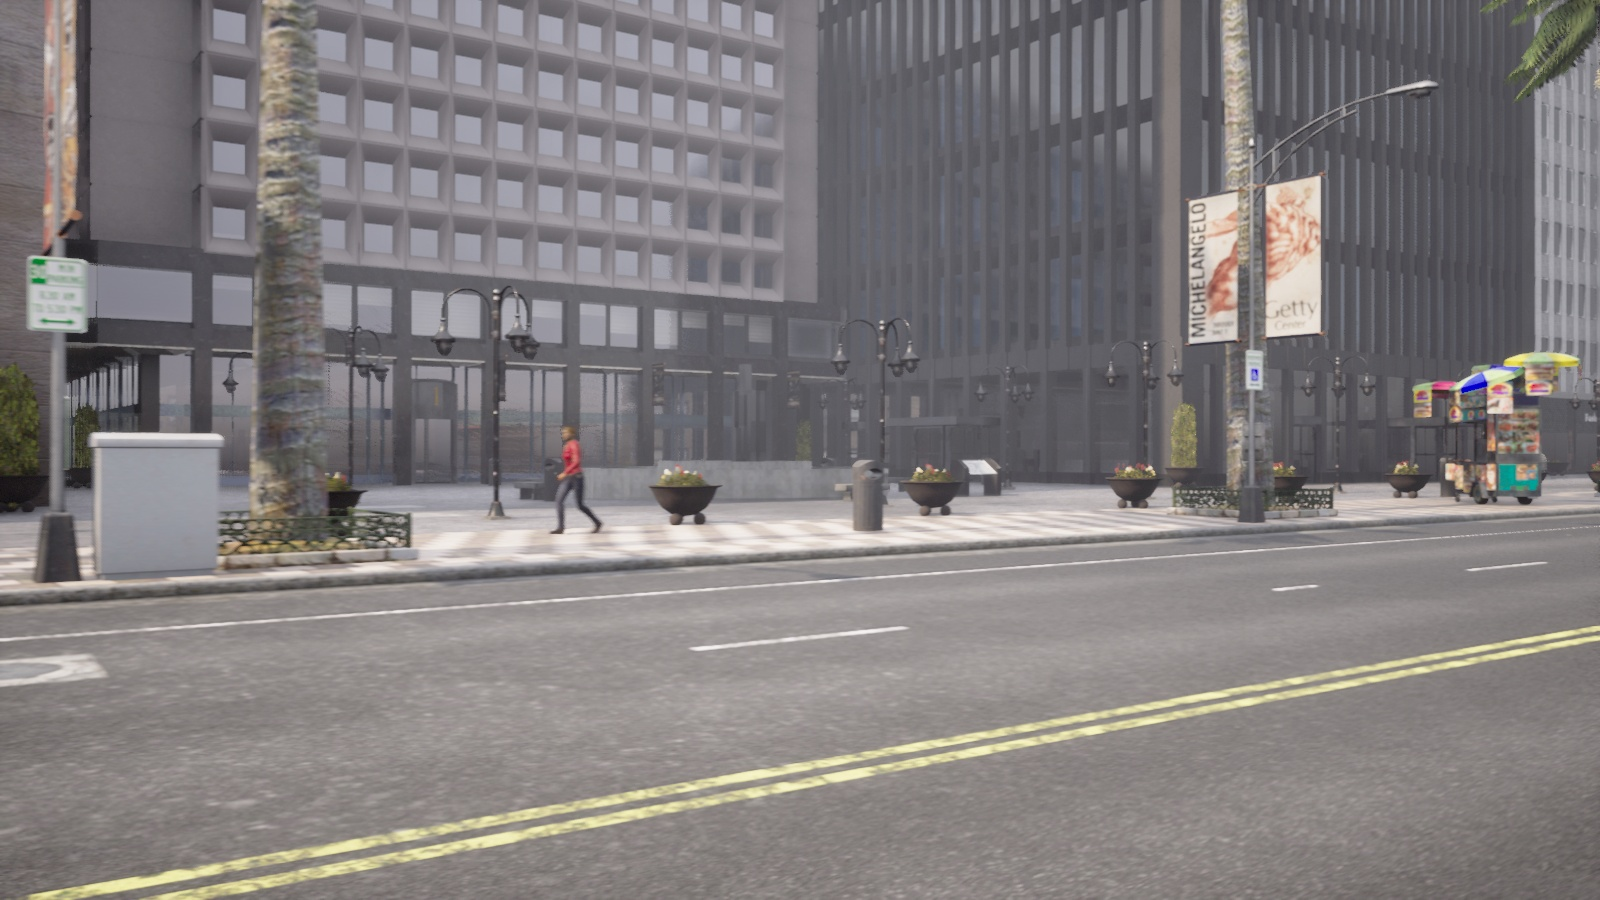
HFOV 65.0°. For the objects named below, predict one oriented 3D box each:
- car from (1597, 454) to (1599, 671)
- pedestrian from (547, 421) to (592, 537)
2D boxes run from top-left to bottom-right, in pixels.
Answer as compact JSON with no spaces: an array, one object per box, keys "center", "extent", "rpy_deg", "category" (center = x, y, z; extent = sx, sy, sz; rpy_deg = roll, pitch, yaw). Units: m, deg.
[{"center":[7.667,0.758,9.024],"extent":[4.193,1.474,1.816],"rpy_deg":[0,0,-35],"category":"car"},{"center":[-3.724,0.455,20.307],"extent":[0.636,1.846,0.331],"rpy_deg":[0,0,-37],"category":"pedestrian"}]
